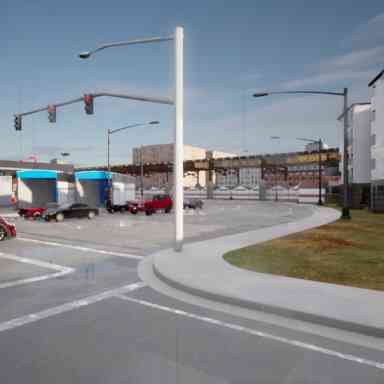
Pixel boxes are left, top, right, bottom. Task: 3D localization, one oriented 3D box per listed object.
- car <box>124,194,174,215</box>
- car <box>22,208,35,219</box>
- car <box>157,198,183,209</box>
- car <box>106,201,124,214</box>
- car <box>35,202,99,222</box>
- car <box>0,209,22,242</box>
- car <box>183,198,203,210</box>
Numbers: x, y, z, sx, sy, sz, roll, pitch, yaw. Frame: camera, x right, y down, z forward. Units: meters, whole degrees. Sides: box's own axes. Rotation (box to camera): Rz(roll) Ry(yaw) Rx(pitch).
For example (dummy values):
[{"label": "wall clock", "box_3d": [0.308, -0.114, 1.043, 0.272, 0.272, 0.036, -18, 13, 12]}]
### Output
[{"label": "car", "box_3d": [-4.130, 1.221, 34.417, 2.150, 2.045, 5.566, 0, 0, 30]}, {"label": "car", "box_3d": [-12.295, 1.600, 28.661, 1.895, 1.301, 4.718, 0, 0, 37]}, {"label": "car", "box_3d": [-2.956, 1.547, 46.029, 2.033, 1.411, 5.357, 0, 0, 15]}, {"label": "car", "box_3d": [-7.111, 1.600, 36.221, 1.895, 1.301, 4.718, 0, 0, 30]}, {"label": "car", "box_3d": [-9.592, 1.525, 26.479, 1.812, 1.442, 4.674, 0, 0, 36]}, {"label": "car", "box_3d": [-10.167, 1.340, 14.377, 4.553, 1.767, 2.097, 0, -1, -35]}, {"label": "car", "box_3d": [0.119, 1.547, 44.101, 2.033, 1.411, 5.357, 0, 0, 16]}]
